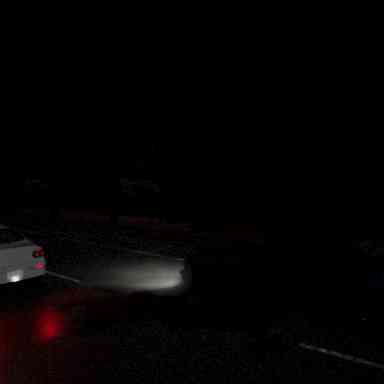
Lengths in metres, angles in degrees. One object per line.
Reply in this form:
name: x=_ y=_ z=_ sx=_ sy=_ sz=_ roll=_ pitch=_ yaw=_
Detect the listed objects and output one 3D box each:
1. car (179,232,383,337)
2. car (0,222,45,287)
car: x=2.330 y=1.531 z=6.631 sx=5.357 sy=1.411 sz=2.033 roll=1 pitch=0 yaw=36
car: x=-5.262 y=1.367 z=7.760 sx=4.674 sy=1.442 sz=1.812 roll=2 pitch=1 yaw=36
